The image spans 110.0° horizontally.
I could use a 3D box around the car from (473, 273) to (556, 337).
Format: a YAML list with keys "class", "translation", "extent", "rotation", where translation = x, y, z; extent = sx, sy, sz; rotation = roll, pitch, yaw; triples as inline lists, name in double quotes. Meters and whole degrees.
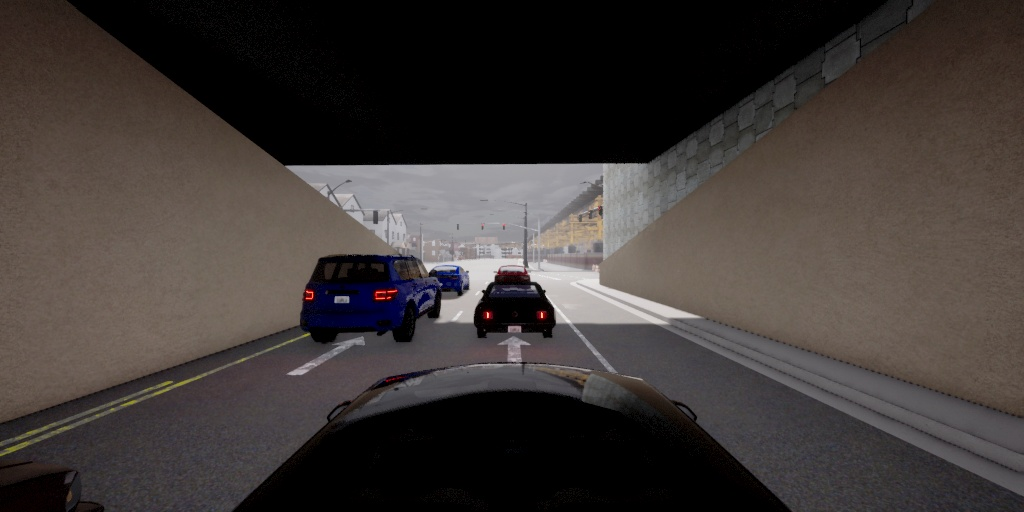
- class: "car"
  translation: [0.056, 1.351, 10.240]
  extent: [1.895, 1.301, 4.718]
  rotation: [0, 0, 0]

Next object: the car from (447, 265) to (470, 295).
- class: "car"
  translation: [-3.490, 1.228, 19.827]
  extent: [1.882, 1.535, 5.008]
  rotation: [0, 0, 0]

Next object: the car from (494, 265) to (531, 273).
- class: "car"
  translation: [0.011, 1.228, 19.576]
  extent: [1.882, 1.535, 5.008]
  rotation: [0, 0, 0]

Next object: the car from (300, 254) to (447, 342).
- class: "car"
  translation: [-3.439, 0.971, 9.889]
  extent: [2.150, 2.045, 5.566]
  rotation: [0, 0, 0]
